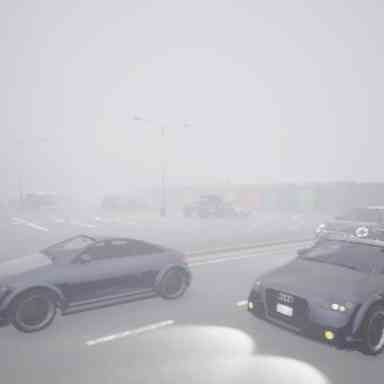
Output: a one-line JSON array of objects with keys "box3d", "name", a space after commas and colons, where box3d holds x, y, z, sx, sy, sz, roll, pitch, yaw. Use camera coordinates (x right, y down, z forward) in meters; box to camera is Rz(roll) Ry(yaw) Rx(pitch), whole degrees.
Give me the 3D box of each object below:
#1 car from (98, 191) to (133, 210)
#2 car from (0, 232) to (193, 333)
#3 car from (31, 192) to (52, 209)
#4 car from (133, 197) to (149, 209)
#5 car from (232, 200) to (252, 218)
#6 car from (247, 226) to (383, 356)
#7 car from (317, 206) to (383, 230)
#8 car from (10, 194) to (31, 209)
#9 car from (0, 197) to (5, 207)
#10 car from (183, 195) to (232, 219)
[{"box3d": [-9.529, 1.153, 41.053, 1.932, 1.855, 4.605, 0, 0, -37], "name": "car"}, {"box3d": [-2.042, 1.563, 6.809, 4.181, 1.385, 1.994, 0, 0, -35], "name": "car"}, {"box3d": [-22.999, 1.134, 49.783, 1.932, 1.855, 4.605, 0, 0, -37], "name": "car"}, {"box3d": [-7.172, 1.368, 42.737, 1.784, 1.438, 3.905, 0, 0, -37], "name": "car"}, {"box3d": [3.312, 1.411, 28.766, 1.970, 1.475, 3.806, 0, 0, -37], "name": "car"}, {"box3d": [3.007, 1.571, 6.090, 4.181, 1.385, 1.994, 0, 0, -35], "name": "car"}, {"box3d": [6.896, 1.367, 13.077, 4.553, 1.767, 2.097, 0, 0, -35], "name": "car"}, {"box3d": [-25.117, 1.341, 48.134, 1.784, 1.438, 3.905, 0, 0, -37], "name": "car"}, {"box3d": [-27.435, 1.368, 46.400, 1.970, 1.475, 3.806, 0, 0, -37], "name": "car"}, {"box3d": [0.988, 1.168, 27.040, 1.905, 1.878, 3.866, 0, 0, -37], "name": "car"}]
